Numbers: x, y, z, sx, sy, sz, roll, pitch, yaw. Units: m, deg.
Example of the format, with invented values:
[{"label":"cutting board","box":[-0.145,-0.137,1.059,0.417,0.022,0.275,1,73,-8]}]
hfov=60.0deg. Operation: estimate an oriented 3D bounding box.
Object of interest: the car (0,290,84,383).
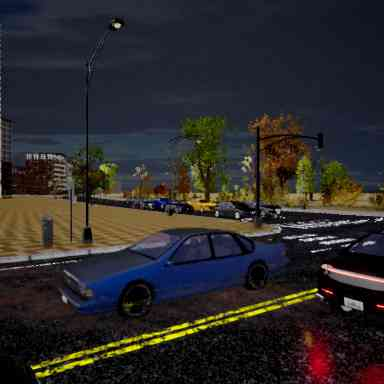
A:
[{"label":"car","box":[-3.116,1.492,1.186,4.902,1.511,2.128,0,0,-36]}]

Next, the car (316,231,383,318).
[{"label":"car","box":[4.466,1.491,6.432,4.902,1.511,2.128,0,0,-34]}]

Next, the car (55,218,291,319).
[{"label":"car","box":[-0.104,1.547,7.523,5.357,1.411,2.033,0,0,-35]}]

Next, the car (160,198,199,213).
[{"label":"car","box":[-1.478,1.648,37.650,1.994,1.385,4.181,0,0,-32]}]

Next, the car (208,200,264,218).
[{"label":"car","box":[3.740,1.564,29.219,1.837,1.490,4.892,0,0,-32]}]

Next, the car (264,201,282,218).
[{"label":"car","box":[6.286,1.540,31.280,2.128,1.511,4.902,0,0,-32]}]

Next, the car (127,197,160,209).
[{"label":"car","box":[-6.805,1.597,46.431,2.128,1.511,4.902,0,0,-31]}]

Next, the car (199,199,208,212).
[{"label":"car","box":[1.052,1.550,39.746,1.882,1.535,5.008,0,0,-32]}]
